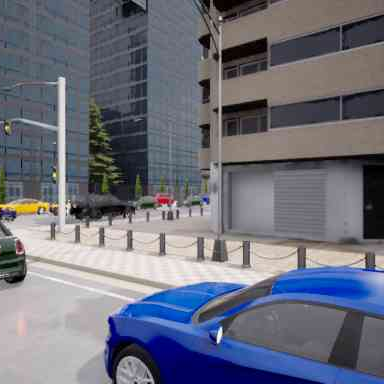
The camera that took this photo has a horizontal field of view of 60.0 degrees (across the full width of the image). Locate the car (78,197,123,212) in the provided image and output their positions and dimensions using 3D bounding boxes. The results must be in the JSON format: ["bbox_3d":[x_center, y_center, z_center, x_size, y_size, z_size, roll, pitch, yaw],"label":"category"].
[{"bbox_3d":[-10.807,1.436,39.524,2.128,1.511,4.902,0,0,36],"label":"car"}]

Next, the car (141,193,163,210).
[{"bbox_3d":[-6.095,1.296,40.064,2.097,1.767,4.553,0,0,36],"label":"car"}]

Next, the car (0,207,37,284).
[{"bbox_3d":[-6.209,1.352,8.413,4.553,1.767,2.097,0,0,36],"label":"car"}]

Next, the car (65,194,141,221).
[{"bbox_3d":[-7.035,1.166,26.484,2.150,2.045,5.566,0,0,36],"label":"car"}]

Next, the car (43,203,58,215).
[{"bbox_3d":[-11.465,1.422,32.645,1.882,1.535,5.008,0,0,36],"label":"car"}]

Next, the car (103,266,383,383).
[{"bbox_3d":[1.287,1.478,3.073,5.008,1.535,1.882,0,0,36],"label":"car"}]

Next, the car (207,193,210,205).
[{"bbox_3d":[1.127,1.166,55.958,2.150,2.045,5.566,0,0,36],"label":"car"}]

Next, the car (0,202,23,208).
[{"bbox_3d":[-14.375,1.545,22.308,1.895,1.301,4.718,0,0,36],"label":"car"}]

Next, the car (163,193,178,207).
[{"bbox_3d":[-4.896,1.166,47.689,2.150,2.045,5.566,0,0,35],"label":"car"}]

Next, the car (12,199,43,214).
[{"bbox_3d":[-16.321,1.422,31.915,1.882,1.535,5.008,0,0,36],"label":"car"}]

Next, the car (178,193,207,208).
[{"bbox_3d":[-0.288,1.296,48.073,2.097,1.767,4.553,0,0,36],"label":"car"}]
